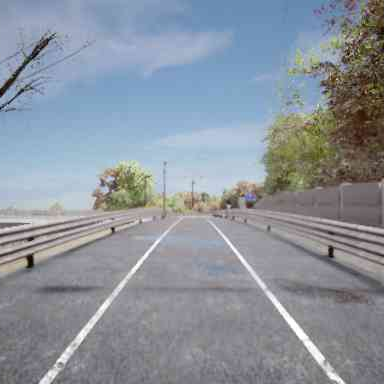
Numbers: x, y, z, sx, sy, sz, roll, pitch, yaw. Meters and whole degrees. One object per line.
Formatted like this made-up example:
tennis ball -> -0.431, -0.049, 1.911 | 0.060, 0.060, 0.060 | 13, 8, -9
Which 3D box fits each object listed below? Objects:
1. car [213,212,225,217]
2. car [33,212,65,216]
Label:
car -> 7.354, 6.117, 89.217 | 2.033, 1.411, 5.357 | -2, -5, 28
car -> -23.332, 3.643, 54.365 | 4.718, 1.301, 1.895 | 3, -5, -37
